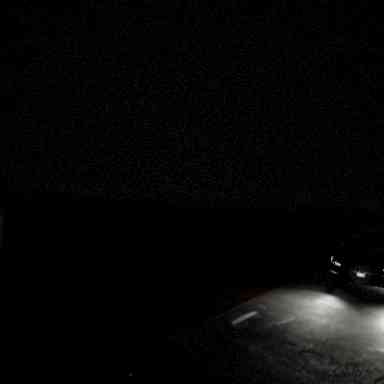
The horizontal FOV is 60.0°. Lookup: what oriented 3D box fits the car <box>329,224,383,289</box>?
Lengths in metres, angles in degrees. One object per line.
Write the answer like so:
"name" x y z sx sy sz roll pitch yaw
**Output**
"car" 5.533 1.722 9.557 1.837 1.490 4.892 -1 -2 42
